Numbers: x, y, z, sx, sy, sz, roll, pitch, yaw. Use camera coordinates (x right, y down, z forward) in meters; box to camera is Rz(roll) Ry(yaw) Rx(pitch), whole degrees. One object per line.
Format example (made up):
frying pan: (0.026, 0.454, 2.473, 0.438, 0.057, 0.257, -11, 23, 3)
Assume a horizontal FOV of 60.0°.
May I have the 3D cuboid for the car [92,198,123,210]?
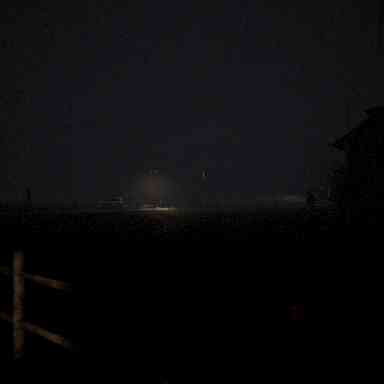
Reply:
car: (-14.356, 1.959, 56.914, 2.150, 2.045, 5.566, 0, -1, 36)
